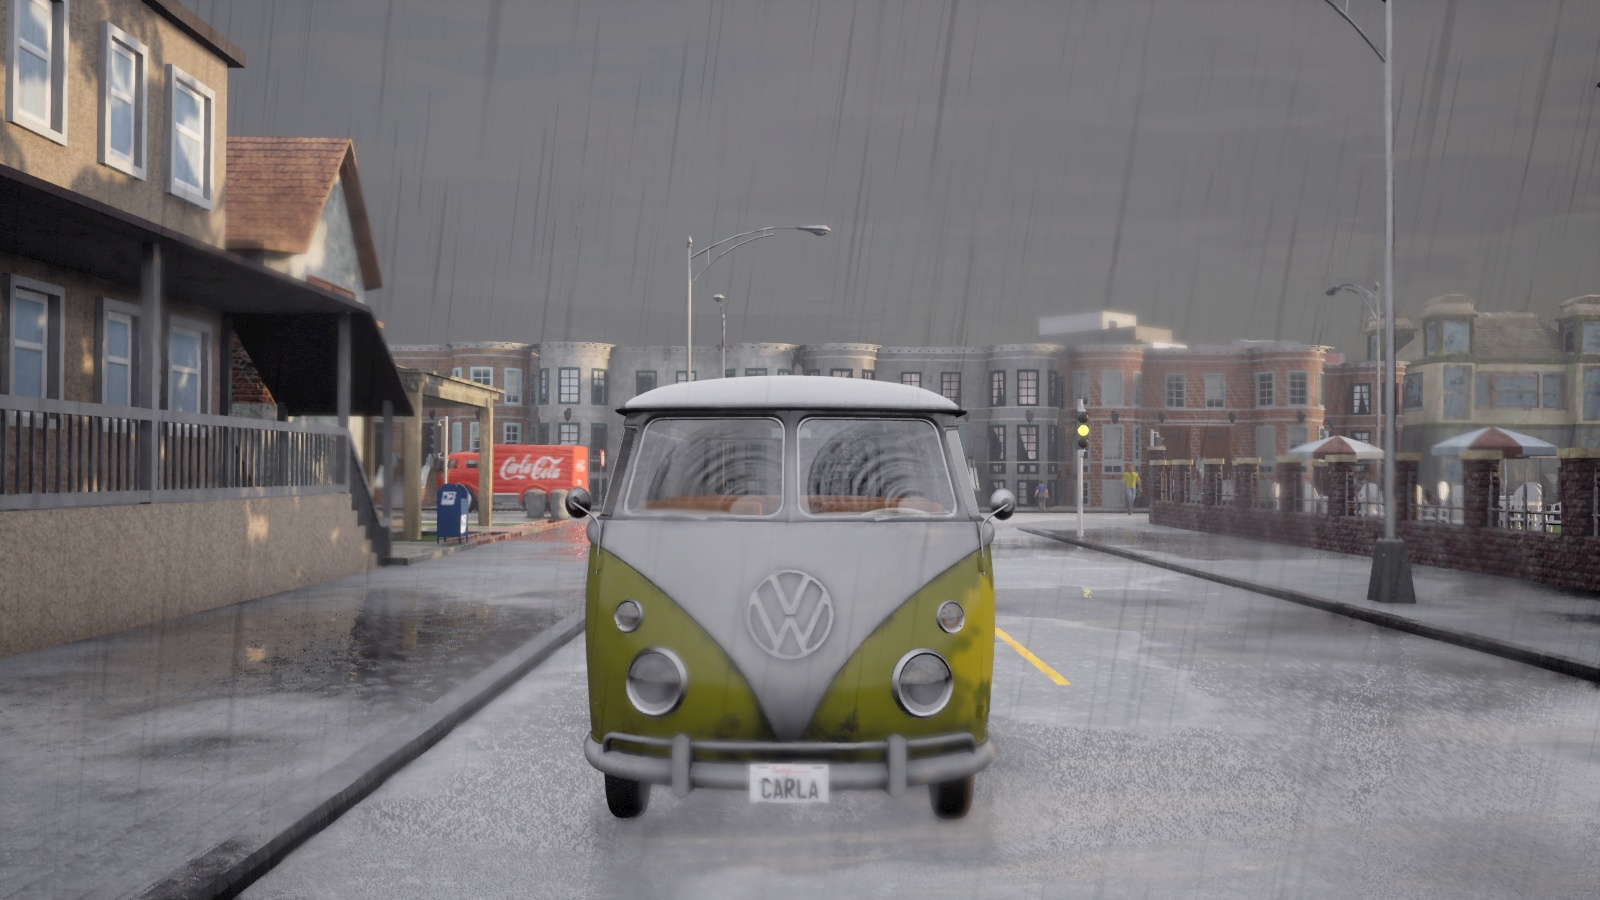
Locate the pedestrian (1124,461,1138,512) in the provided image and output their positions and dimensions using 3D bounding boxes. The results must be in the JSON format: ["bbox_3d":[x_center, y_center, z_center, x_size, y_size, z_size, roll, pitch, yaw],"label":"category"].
[{"bbox_3d":[11.912,1.316,45.177,0.354,1.836,0.706,0,-1,4],"label":"pedestrian"}]

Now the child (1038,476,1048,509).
[{"bbox_3d":[9.140,1.599,47.293,0.270,1.263,0.437,0,-1,-3],"label":"child"}]

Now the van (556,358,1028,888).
[{"bbox_3d":[-0.043,0.684,6.958,1.775,1.987,4.442,0,-1,0],"label":"van"}]

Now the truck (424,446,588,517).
[{"bbox_3d":[-10.550,1.131,45.398,5.204,2.467,2.627,0,-1,4],"label":"truck"}]
